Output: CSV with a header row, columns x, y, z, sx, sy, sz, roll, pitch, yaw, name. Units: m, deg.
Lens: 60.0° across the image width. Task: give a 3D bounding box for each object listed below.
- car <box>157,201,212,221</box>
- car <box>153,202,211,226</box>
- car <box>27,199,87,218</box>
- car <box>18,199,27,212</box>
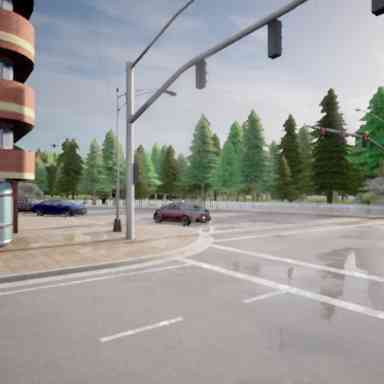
x,y,z,sx,sy,sz,roll,pitch,yaw,name
-0.640,1.494,27.466,4.181,1.385,1.994,0,0,35,car
-0.756,1.497,22.963,4.181,1.385,1.994,0,0,40,car
-11.753,1.415,29.672,5.008,1.535,1.882,0,0,19,car
-17.231,1.486,34.897,5.357,1.411,2.033,0,0,10,car
